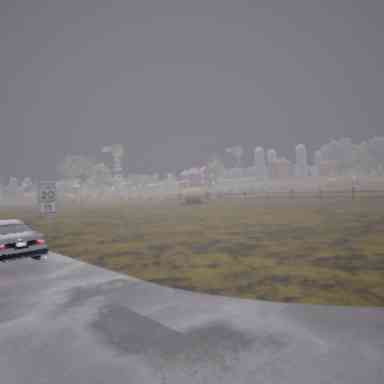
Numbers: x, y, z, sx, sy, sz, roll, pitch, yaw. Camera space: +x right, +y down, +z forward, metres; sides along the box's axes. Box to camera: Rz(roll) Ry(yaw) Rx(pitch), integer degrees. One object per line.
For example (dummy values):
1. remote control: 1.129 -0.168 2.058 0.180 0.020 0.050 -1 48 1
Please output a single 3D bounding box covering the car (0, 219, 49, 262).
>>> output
1. car: -7.014 1.747 12.236 2.033 1.411 5.357 -4 1 -43
